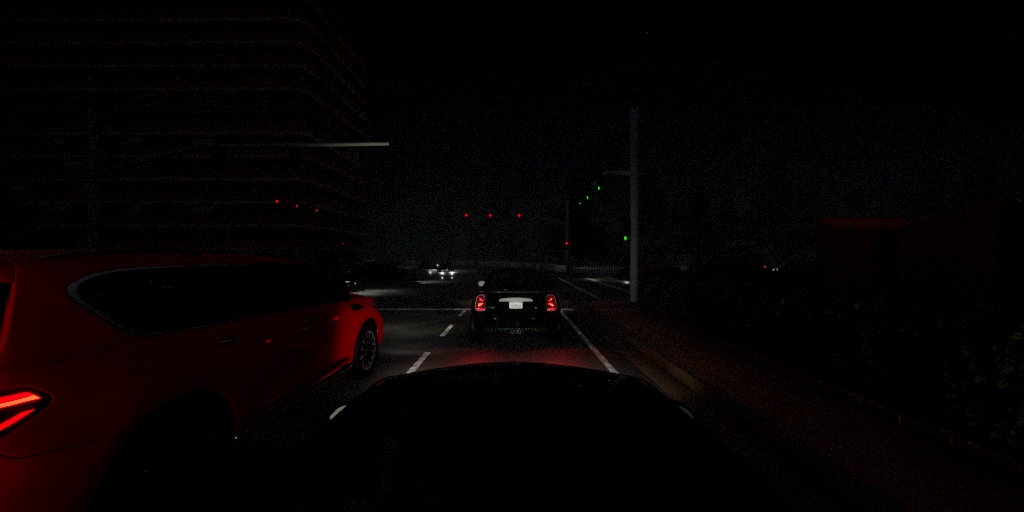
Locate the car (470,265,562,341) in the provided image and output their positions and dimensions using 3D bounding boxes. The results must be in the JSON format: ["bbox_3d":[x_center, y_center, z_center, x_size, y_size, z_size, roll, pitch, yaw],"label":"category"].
[{"bbox_3d":[0.096,1.102,9.993,2.097,1.767,4.553,0,0,0],"label":"car"}]

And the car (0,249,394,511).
[{"bbox_3d":[-3.434,0.971,4.156,2.150,2.045,5.566,0,0,1],"label":"car"}]

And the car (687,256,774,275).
[{"bbox_3d":[16.389,1.027,27.529,5.566,2.045,2.150,0,0,0],"label":"car"}]

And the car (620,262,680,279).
[{"bbox_3d":[11.964,1.283,31.066,5.008,1.535,1.882,0,0,0],"label":"car"}]

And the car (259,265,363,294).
[{"bbox_3d":[-11.392,1.301,20.561,4.892,1.490,1.837,1,0,1],"label":"car"}]

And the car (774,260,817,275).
[{"bbox_3d":[24.072,1.158,30.962,4.553,1.767,2.097,0,0,0],"label":"car"}]

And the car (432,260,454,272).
[{"bbox_3d":[-8.954,1.297,47.603,2.033,1.411,5.357,0,0,-18],"label":"car"}]

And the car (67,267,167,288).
[{"bbox_3d":[-26.513,1.406,24.192,4.718,1.301,1.895,0,0,0],"label":"car"}]

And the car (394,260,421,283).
[{"bbox_3d":[-9.635,1.291,26.697,4.892,1.490,1.837,0,2,-29],"label":"car"}]

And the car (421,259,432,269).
[{"bbox_3d":[-13.211,1.241,56.609,2.128,1.511,4.902,0,0,-33],"label":"car"}]
